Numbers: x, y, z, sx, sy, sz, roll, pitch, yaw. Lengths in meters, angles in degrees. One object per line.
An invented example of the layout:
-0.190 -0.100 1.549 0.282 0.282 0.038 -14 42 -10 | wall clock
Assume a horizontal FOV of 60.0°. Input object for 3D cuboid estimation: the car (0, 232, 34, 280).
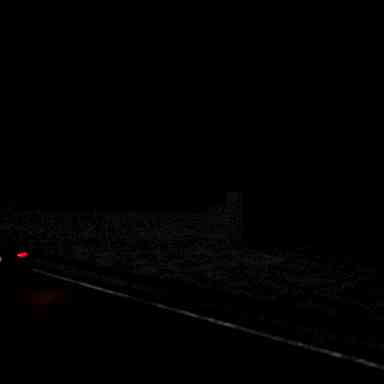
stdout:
-6.191 1.487 8.638 5.357 1.411 2.033 0 0 38 | car
